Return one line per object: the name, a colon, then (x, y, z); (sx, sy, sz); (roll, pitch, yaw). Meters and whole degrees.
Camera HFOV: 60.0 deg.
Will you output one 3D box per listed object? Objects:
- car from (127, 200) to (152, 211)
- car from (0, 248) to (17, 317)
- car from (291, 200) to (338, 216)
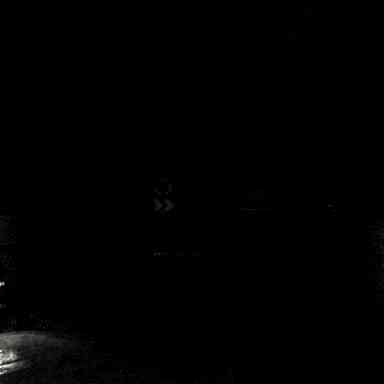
car: (-5.411, 1.598, 39.916); (4.718, 1.301, 1.895); (0, 0, -12)
car: (-4.914, 1.563, 6.538); (1.994, 1.385, 4.181); (0, 0, -40)
car: (11.918, 1.489, 32.775); (2.128, 1.511, 4.902); (0, 0, -29)
